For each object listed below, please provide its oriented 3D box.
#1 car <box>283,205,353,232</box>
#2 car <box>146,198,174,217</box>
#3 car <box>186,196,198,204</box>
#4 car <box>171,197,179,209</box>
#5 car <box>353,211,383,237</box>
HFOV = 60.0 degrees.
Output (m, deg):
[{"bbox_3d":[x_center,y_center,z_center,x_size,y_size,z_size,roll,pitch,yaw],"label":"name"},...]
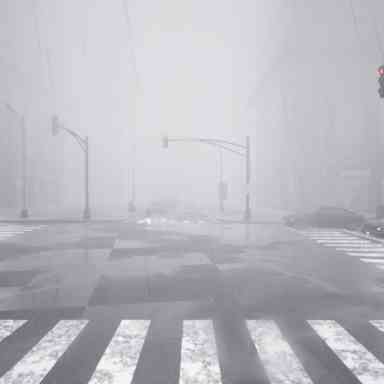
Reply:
[{"bbox_3d":[7.758,1.528,19.602,4.674,1.442,1.812,1,1,0],"label":"car"},{"bbox_3d":[-3.123,1.540,31.334,2.033,1.411,5.357,0,0,0],"label":"car"},{"bbox_3d":[-0.021,1.513,62.664,1.812,1.442,4.674,0,0,0],"label":"car"},{"bbox_3d":[-3.131,1.538,44.125,2.033,1.411,5.357,0,0,0],"label":"car"},{"bbox_3d":[11.182,1.627,16.251,5.357,1.411,2.033,0,1,-3],"label":"car"}]
